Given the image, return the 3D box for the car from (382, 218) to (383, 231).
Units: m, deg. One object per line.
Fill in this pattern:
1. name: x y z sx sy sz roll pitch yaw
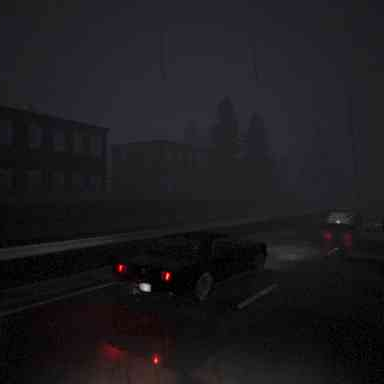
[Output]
1. car: 13.753 1.818 21.850 1.994 1.385 4.181 0 -1 35

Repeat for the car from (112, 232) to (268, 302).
1. car: 0.307 1.704 8.704 1.895 1.301 4.718 0 -1 35

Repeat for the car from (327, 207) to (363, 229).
1. car: 11.160 1.810 24.246 1.812 1.442 4.674 0 -1 35
